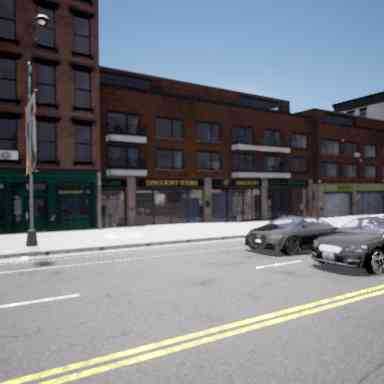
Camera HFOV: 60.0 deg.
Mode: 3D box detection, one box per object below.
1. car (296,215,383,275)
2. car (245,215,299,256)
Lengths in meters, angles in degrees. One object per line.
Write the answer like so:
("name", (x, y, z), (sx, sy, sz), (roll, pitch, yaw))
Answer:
("car", (5.987, 1.567, 10.805), (4.902, 1.511, 2.128), (0, 0, -31))
("car", (4.185, 1.651, 13.512), (4.181, 1.385, 1.994), (0, 0, -31))
